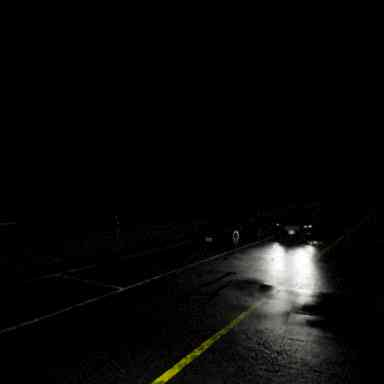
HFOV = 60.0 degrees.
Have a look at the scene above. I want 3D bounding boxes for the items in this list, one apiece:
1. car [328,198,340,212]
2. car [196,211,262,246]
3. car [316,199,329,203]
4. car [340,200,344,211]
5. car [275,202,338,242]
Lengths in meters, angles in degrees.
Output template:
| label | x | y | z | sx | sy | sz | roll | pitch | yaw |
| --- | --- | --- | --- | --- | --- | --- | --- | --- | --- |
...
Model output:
| label | x | y | z | sx | sy | sz | roll | pitch | yaw |
| --- | --- | --- | --- | --- | --- | --- | --- | --- | --- |
| car | 13.526 | 1.567 | 34.153 | 1.947 | 1.339 | 4.313 | 0 | 0 | 32 |
| car | 1.844 | 1.566 | 15.392 | 1.947 | 1.339 | 4.313 | 0 | 0 | 32 |
| car | 10.605 | 1.583 | 29.463 | 1.802 | 1.307 | 4.206 | 0 | 0 | 32 |
| car | 16.446 | 1.442 | 38.843 | 1.967 | 1.590 | 4.097 | 0 | 0 | 32 |
| car | 5.630 | 1.492 | 16.617 | 2.128 | 1.511 | 4.902 | 0 | 0 | 32 |
